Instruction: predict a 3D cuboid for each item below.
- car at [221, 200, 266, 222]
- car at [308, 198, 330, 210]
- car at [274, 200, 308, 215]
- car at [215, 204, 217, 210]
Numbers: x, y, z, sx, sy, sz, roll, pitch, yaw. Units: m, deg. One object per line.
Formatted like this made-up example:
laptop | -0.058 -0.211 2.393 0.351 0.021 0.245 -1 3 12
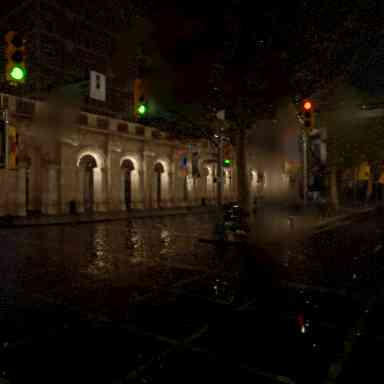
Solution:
car | 4.013 1.545 25.425 1.994 1.385 4.181 0 0 36
car | 16.028 1.528 42.072 2.033 1.411 5.357 0 0 36
car | 9.775 1.544 33.429 1.994 1.385 4.181 0 0 35
car | 4.474 1.564 37.436 1.895 1.301 4.718 0 0 36
